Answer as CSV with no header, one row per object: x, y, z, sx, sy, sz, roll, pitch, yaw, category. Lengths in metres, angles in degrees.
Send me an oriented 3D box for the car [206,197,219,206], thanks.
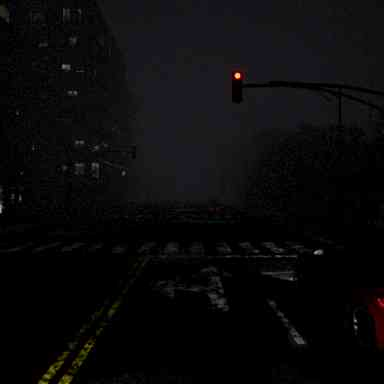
3.309,1.504,53.397,2.128,1.511,4.902,0,0,0,car

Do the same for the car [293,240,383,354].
3.345,1.564,6.128,1.994,1.385,4.181,0,0,0,car
